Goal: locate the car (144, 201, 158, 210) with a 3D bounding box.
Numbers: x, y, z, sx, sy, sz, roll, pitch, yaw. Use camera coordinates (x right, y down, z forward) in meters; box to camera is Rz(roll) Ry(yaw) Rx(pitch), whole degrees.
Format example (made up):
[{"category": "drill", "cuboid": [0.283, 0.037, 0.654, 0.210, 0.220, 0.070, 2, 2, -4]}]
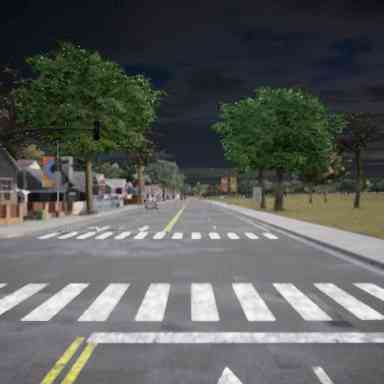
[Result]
[{"category": "car", "cuboid": [-6.501, 2.134, 53.130, 2.128, 1.511, 4.902, 0, 0, 0]}]
